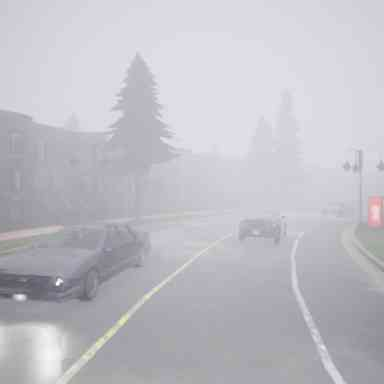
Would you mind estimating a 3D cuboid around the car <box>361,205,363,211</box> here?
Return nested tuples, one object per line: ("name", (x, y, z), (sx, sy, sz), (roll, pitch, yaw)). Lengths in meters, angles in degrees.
("car", (20.358, 1.711, 43.050), (4.181, 1.385, 1.994), (0, 0, -39))

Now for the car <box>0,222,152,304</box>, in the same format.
("car", (-2.592, 1.524, 8.608), (2.033, 1.411, 5.357), (0, 0, 11))

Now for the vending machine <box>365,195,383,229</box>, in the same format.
("vending machine", (11.885, 1.282, 21.509), (1.100, 2.100, 0.880), (0, 0, 32))

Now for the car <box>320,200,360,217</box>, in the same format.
("car", (14.545, 1.705, 32.906), (1.895, 1.301, 4.718), (0, 0, 45))

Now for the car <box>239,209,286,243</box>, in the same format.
("car", (3.531, 1.548, 16.313), (1.812, 1.442, 4.674), (0, 0, 20))
